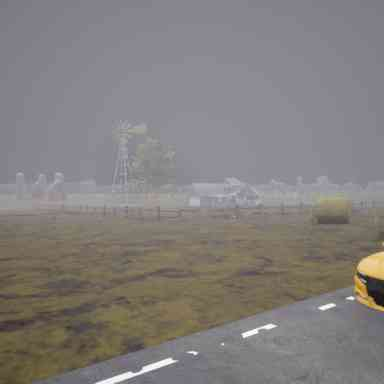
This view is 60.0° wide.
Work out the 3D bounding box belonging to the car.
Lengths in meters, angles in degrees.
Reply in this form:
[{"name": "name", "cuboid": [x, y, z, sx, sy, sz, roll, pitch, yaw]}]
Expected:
[{"name": "car", "cuboid": [5.318, 1.477, 6.846, 5.008, 1.535, 1.882, 0, 0, -35]}]
